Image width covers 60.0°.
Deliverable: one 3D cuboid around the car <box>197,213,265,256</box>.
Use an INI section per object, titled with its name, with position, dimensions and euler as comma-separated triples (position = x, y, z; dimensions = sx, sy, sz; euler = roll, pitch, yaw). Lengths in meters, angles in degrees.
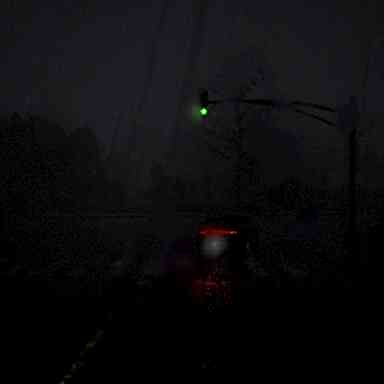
[car]
position = 1.694, 1.626, 13.683
dimensions = 1.837, 1.490, 4.892
euler = -3, -2, 21
